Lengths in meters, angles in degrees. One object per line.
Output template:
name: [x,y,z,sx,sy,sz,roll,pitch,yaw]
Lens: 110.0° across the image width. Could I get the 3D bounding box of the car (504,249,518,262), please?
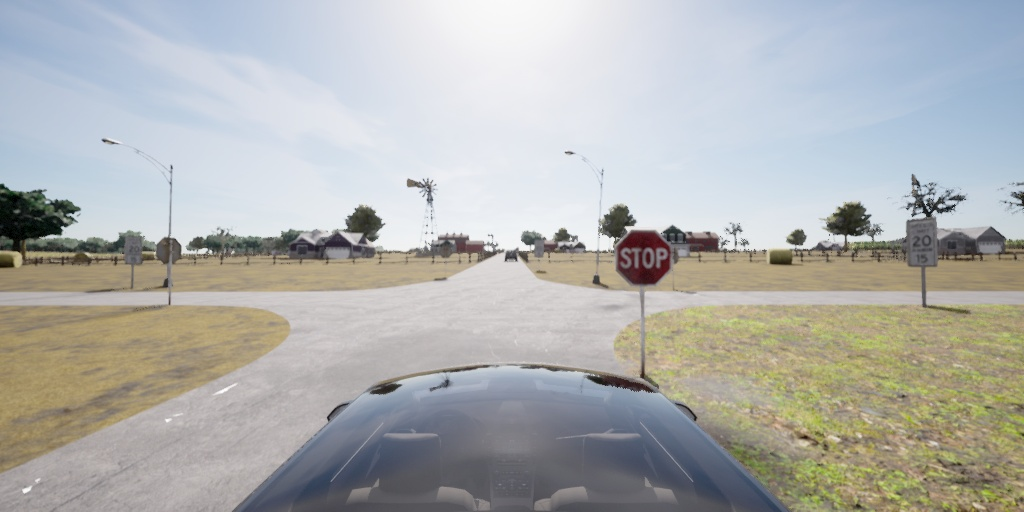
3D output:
car: [-0.125,-0.132,61.379,2.150,2.045,5.566,0,1,0]
